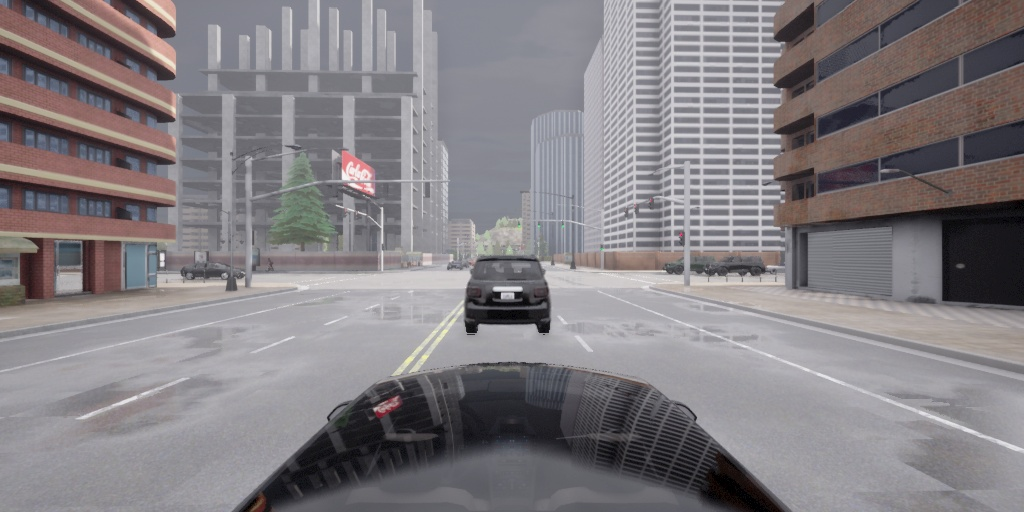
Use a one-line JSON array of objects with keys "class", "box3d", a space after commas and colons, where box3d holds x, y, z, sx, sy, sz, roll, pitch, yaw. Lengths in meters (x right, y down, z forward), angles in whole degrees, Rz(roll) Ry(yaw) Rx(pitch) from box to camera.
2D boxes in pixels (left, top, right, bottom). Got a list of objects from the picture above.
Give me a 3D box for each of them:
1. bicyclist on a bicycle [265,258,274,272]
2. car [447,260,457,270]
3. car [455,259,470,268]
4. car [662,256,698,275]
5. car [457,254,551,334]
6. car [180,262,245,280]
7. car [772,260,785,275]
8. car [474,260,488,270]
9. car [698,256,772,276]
[{"class": "bicyclist on a bicycle", "box3d": [-28.715, 1.051, 42.505, 0.582, 1.620, 1.656, 0, 0, -1]}, {"class": "car", "box3d": [-8.124, 1.314, 51.781, 1.994, 1.385, 4.181, 0, 0, -1]}, {"class": "car", "box3d": [-8.286, 1.255, 60.353, 1.837, 1.490, 4.892, 0, 0, -1]}, {"class": "car", "box3d": [19.376, 0.972, 38.978, 5.566, 2.045, 2.150, 0, 0, -1]}, {"class": "car", "box3d": [-0.126, 0.973, 10.752, 2.150, 2.045, 5.566, 0, 0, -1]}, {"class": "car", "box3d": [-25.326, 1.255, 30.610, 4.892, 1.490, 1.837, 0, 0, -1]}, {"class": "car", "box3d": [29.506, 1.351, 39.232, 4.718, 1.301, 1.895, 0, 0, -1]}, {"class": "car", "box3d": [-4.679, 1.314, 54.613, 1.994, 1.385, 4.181, 0, 0, -1]}, {"class": "car", "box3d": [21.988, 0.971, 35.549, 5.566, 2.045, 2.150, 0, 0, -2]}]
